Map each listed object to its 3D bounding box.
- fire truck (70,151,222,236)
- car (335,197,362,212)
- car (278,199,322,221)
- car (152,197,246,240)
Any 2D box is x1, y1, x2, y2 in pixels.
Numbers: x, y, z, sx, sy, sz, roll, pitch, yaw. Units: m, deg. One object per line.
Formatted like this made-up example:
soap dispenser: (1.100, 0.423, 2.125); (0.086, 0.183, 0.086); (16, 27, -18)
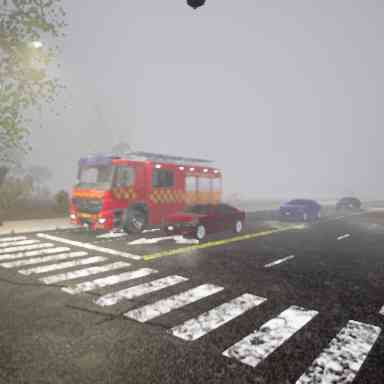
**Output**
fire truck: (-1.869, -0.009, 17.521); (2.891, 3.827, 8.468); (2, 1, 39)
car: (17.052, 1.304, 36.078); (1.837, 1.490, 4.892); (2, 1, 39)
car: (8.222, 1.251, 25.110); (1.882, 1.535, 5.008); (2, 1, 38)
car: (0.682, 1.231, 15.713); (1.882, 1.535, 5.008); (2, 1, 39)
